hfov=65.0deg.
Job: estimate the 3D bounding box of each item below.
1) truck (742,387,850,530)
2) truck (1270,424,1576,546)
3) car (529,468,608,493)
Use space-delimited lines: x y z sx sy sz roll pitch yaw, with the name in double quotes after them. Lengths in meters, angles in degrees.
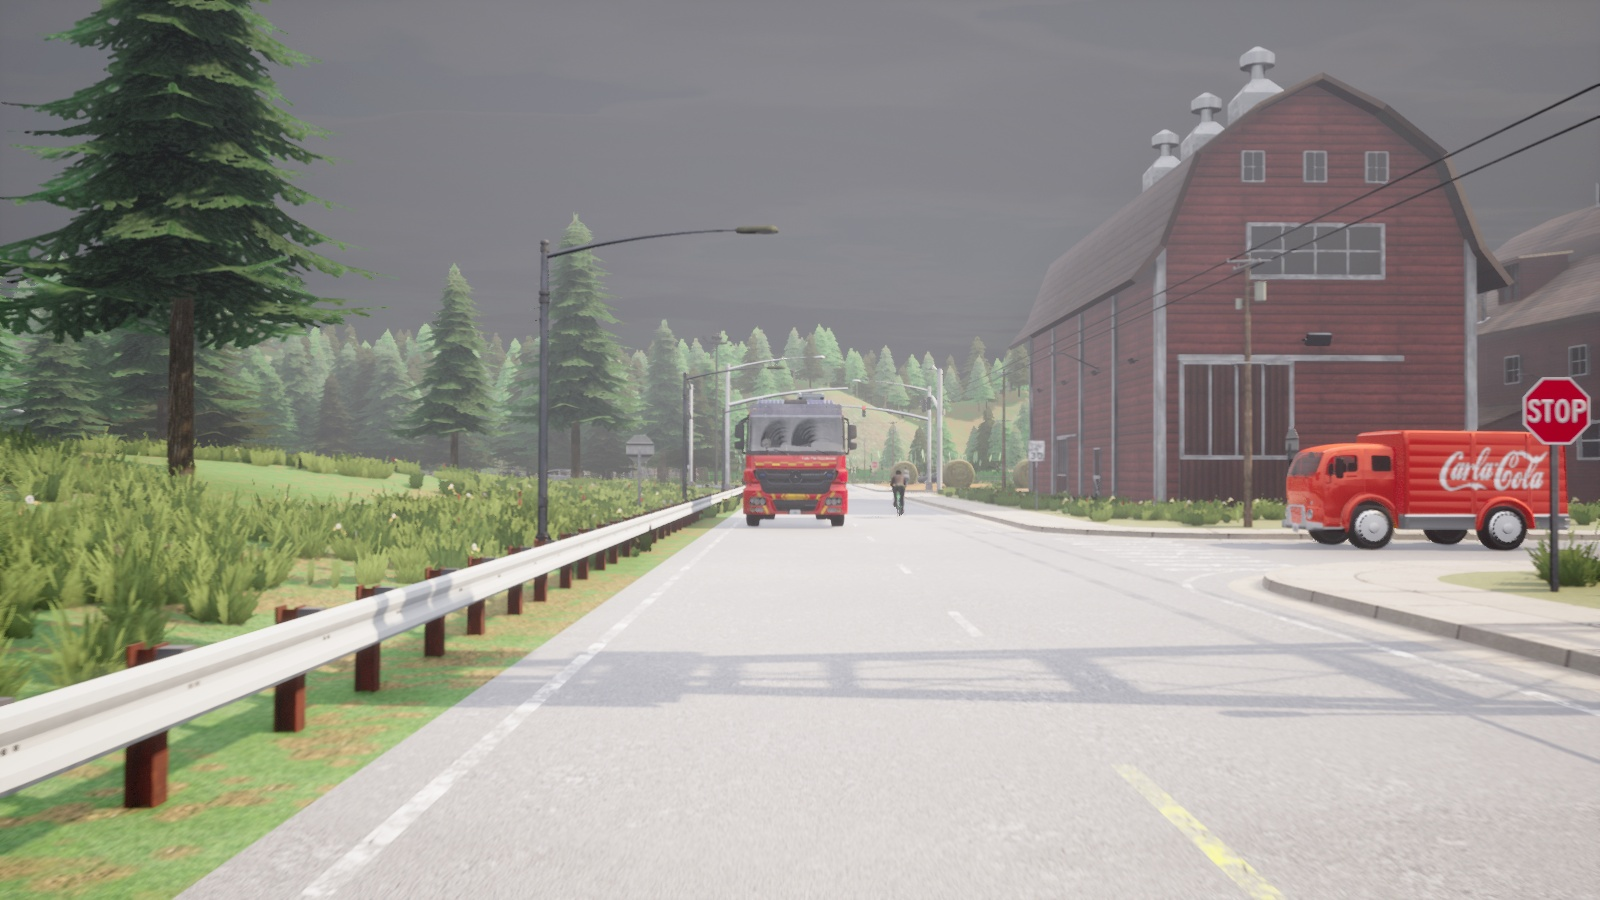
-0.124 0.291 38.078 2.891 3.827 8.468 0 -1 0 "truck"
13.122 0.727 26.760 5.204 2.467 2.627 0 -1 -2 "truck"
-15.733 2.071 85.534 5.027 1.651 2.152 0 -1 -1 "car"
